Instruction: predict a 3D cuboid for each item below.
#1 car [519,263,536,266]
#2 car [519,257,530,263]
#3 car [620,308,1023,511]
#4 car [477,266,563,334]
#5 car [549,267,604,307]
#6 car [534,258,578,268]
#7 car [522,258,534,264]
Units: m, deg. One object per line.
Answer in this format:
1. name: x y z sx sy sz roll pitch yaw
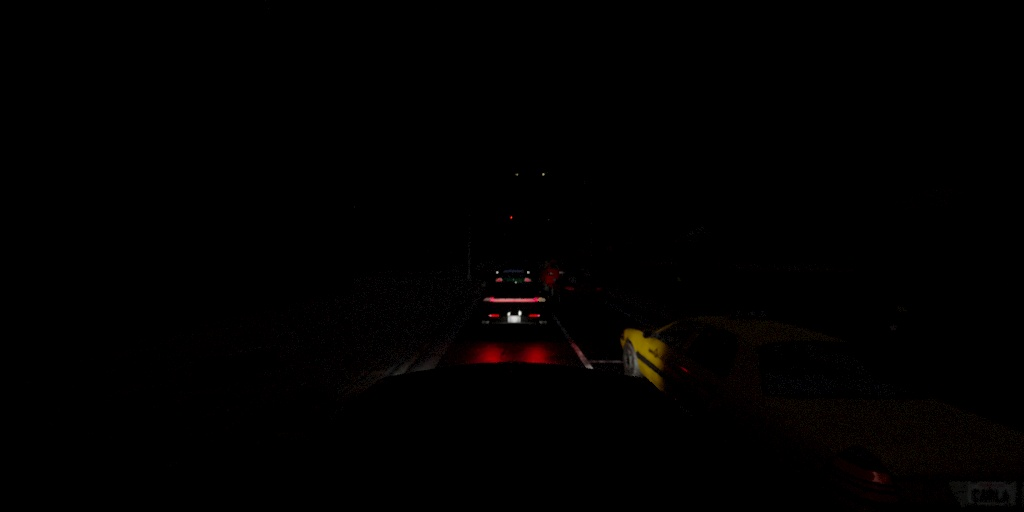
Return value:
1. car: 0.048 1.296 19.579 1.994 1.385 4.181 0 0 -1
2. car: 2.706 1.304 63.203 1.888 1.381 4.507 0 0 0
3. car: 2.641 1.272 4.285 1.751 1.417 4.829 0 0 0
4. car: 0.075 1.230 10.635 2.128 1.511 4.902 0 0 1
5. car: 2.653 1.317 15.014 1.802 1.307 4.207 0 0 0
6. car: 2.659 1.047 20.463 2.192 1.841 5.009 0 0 0
7. car: 2.688 1.283 46.892 1.888 1.381 4.507 0 0 0
